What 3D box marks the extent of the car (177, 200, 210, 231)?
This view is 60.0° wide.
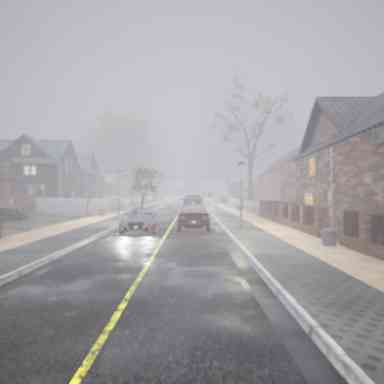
[{"bbox_3d":[0.095,1.502,20.547,1.882,1.535,5.008,0,-1,0],"label":"car"}]

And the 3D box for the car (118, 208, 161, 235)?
[{"bbox_3d":[-2.851,1.586,18.888,1.994,1.385,4.181,0,0,0],"label":"car"}]

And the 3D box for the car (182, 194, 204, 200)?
[{"bbox_3d":[0.094,1.271,35.906,2.150,2.045,5.566,0,0,0],"label":"car"}]
